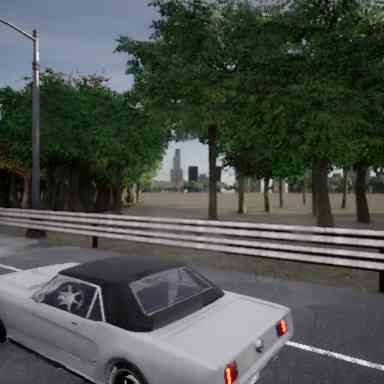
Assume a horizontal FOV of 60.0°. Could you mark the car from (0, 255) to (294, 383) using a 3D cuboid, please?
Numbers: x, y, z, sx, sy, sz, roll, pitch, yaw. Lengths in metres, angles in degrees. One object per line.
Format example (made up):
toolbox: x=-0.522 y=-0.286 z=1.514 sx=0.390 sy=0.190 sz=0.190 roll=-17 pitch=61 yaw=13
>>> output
car: x=-1.184 y=1.605 z=4.678 sx=4.718 sy=1.301 sz=1.895 roll=0 pitch=0 yaw=36
